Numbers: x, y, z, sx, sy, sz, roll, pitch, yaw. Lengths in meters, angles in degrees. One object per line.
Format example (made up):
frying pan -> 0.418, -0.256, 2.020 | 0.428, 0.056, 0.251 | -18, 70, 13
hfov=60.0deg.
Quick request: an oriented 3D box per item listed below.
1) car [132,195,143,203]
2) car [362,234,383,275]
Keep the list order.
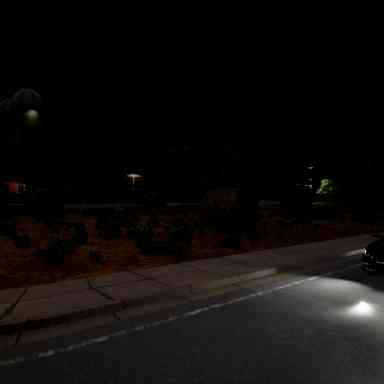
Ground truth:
car -> -12.323, 1.691, 75.892 | 1.905, 1.878, 3.866 | 7, 2, 3
car -> 6.870, 1.681, 9.975 | 4.892, 1.490, 1.837 | 1, -1, -40
